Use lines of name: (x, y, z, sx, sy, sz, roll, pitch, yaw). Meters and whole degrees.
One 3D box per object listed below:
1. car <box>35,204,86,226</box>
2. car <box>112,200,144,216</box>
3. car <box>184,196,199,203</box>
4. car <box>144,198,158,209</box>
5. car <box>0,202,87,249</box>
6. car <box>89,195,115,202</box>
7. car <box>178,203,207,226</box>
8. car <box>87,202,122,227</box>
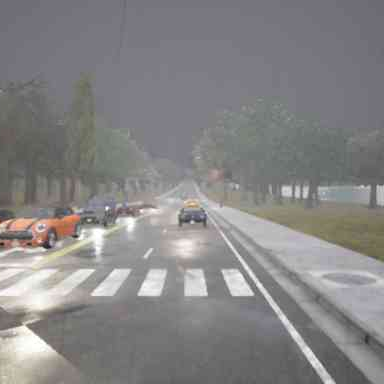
car: (-9.765, 1.660, 25.100, 1.895, 1.301, 4.718, 0, 0, 1)
car: (-6.500, 1.742, 34.134, 1.895, 1.301, 4.718, 0, -1, 1)
car: (0.100, 1.875, 55.229, 1.882, 1.535, 5.008, 0, -1, 0)
car: (-6.412, 1.672, 50.374, 2.097, 1.767, 4.553, 0, -1, 0)
car: (-6.532, 1.364, 14.582, 2.097, 1.767, 4.553, 0, 0, 0)
car: (-9.732, 1.376, 36.241, 2.150, 2.045, 5.566, 0, -1, 1)
car: (0.042, 1.680, 24.010, 1.895, 1.301, 4.718, 0, 0, 0)
car: (-6.526, 1.621, 23.225, 1.994, 1.385, 4.181, 0, 0, 1)
